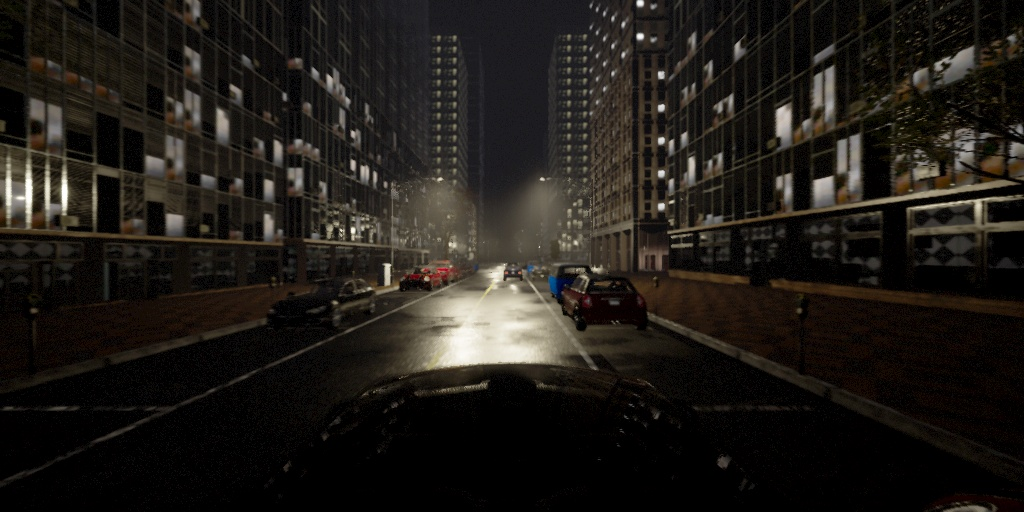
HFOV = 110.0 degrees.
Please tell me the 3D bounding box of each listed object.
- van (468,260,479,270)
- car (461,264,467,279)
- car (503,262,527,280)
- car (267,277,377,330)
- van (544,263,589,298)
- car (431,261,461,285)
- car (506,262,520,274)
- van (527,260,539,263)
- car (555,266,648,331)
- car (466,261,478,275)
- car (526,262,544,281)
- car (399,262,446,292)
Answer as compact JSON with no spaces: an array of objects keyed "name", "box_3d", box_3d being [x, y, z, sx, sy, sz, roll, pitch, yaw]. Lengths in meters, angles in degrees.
[{"name":"van","box_3d":[-5.692,1.488,51.109,1.690,1.789,3.998,0,0,0]},{"name":"car","box_3d":[-5.693,1.593,34.058,1.802,1.307,4.207,0,0,0]},{"name":"car","box_3d":[0.101,1.562,34.446,2.033,1.411,5.357,0,0,0]},{"name":"car","box_3d":[-5.691,1.379,11.324,2.007,1.370,4.403,0,0,0]},{"name":"van","box_3d":[2.689,1.215,17.007,1.690,1.789,3.998,0,0,0]},{"name":"car","box_3d":[-5.692,1.280,28.374,2.192,1.841,5.009,0,0,0]},{"name":"car","box_3d":[0.099,1.641,49.556,1.837,1.490,4.892,0,0,0]},{"name":"van","box_3d":[2.688,1.443,45.426,1.690,1.789,3.998,0,0,0]},{"name":"car","box_3d":[2.689,1.268,11.324,1.967,1.591,4.097,0,0,0]},{"name":"car","box_3d":[-5.693,1.684,45.426,1.802,1.307,4.207,0,0,0]},{"name":"car","box_3d":[2.689,1.562,34.058,2.007,1.370,4.403,0,0,0]},{"name":"car","box_3d":[-5.691,1.360,22.691,1.967,1.591,4.097,0,0,0]}]
